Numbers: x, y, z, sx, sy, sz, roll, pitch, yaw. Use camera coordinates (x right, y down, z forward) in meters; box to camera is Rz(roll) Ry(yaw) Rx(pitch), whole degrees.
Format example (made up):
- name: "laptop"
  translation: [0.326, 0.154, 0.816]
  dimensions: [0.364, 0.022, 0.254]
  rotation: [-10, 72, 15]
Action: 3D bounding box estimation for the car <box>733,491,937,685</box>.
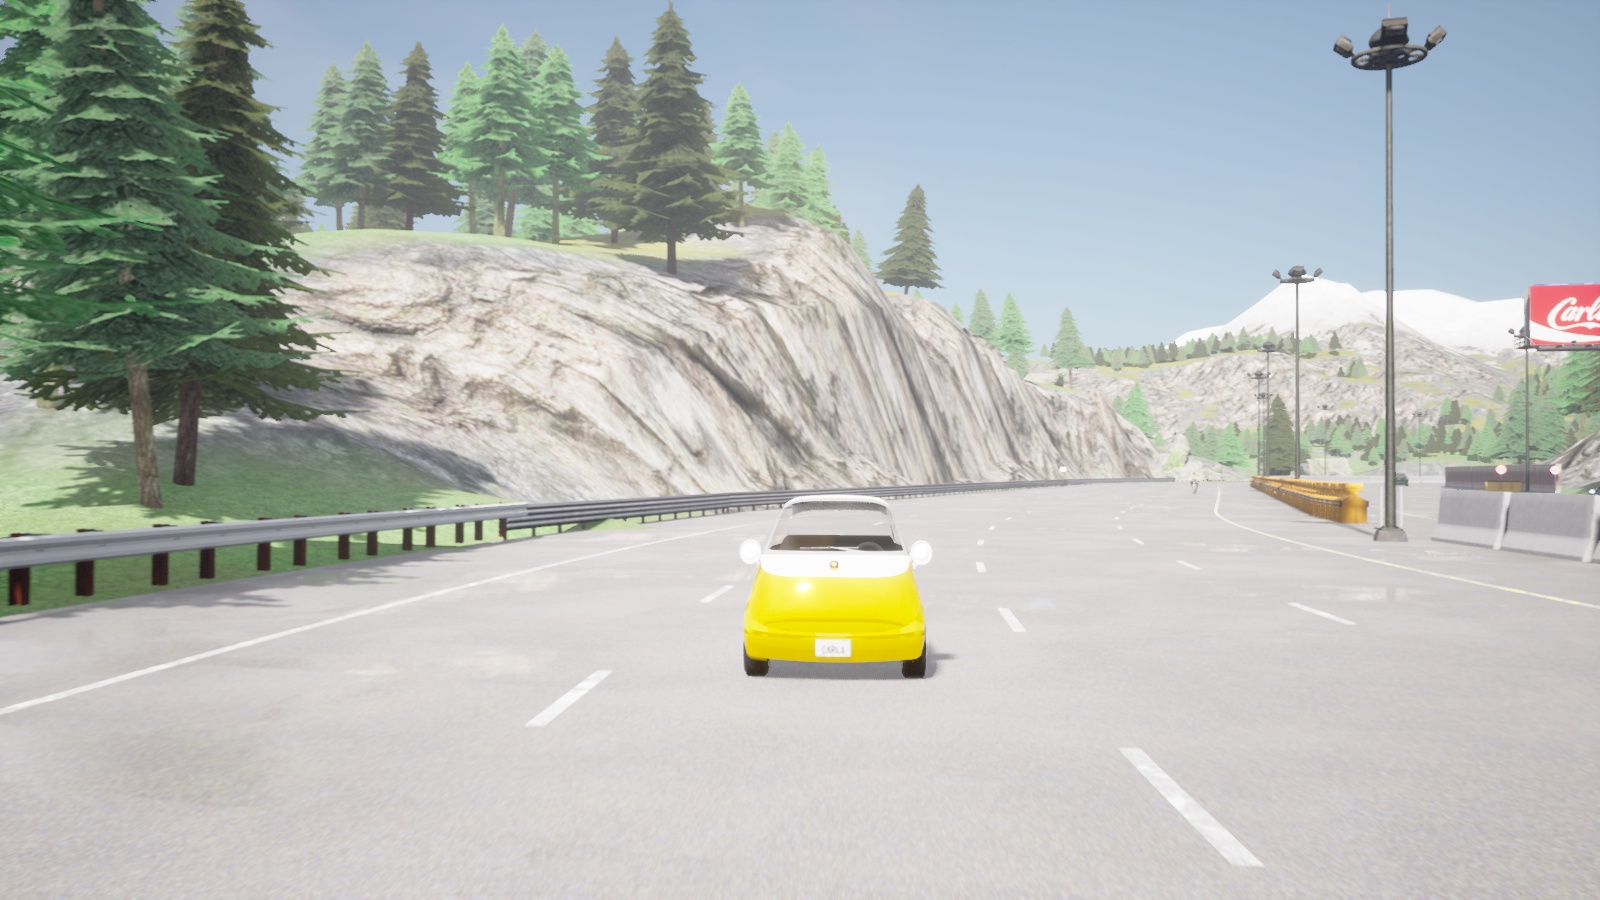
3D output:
- name: "car"
  translation: [0.320, 1.040, 10.257]
  dimensions: [1.481, 1.376, 2.207]
  rotation: [0, -1, 4]
